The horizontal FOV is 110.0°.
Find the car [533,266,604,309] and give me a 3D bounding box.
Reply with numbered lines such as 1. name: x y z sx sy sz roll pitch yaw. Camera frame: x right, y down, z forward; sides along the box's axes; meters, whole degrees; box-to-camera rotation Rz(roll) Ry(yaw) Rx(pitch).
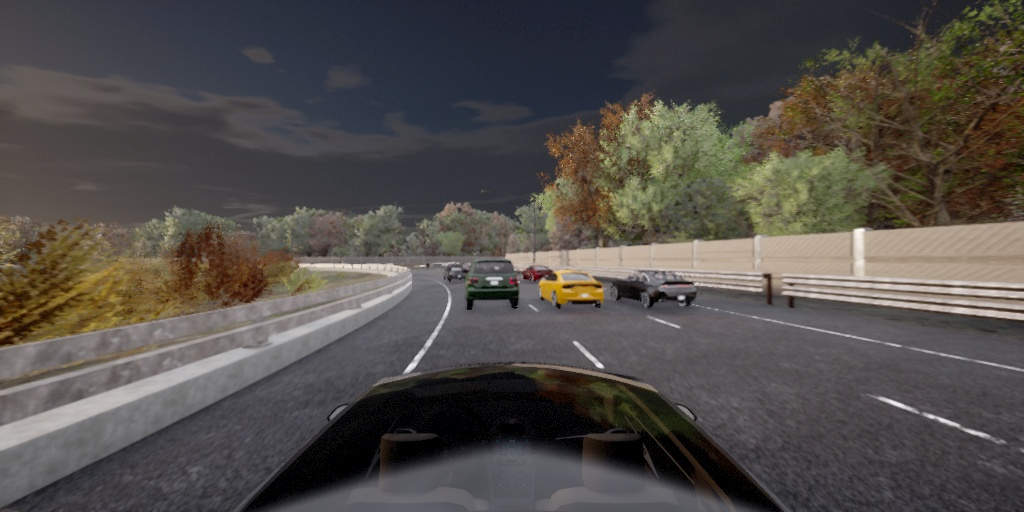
1. car: 2.473 1.391 16.149 1.882 1.535 5.008 0 -1 -7

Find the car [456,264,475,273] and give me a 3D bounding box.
1. car: -7.606 2.039 58.453 1.994 1.385 4.181 0 -1 -23

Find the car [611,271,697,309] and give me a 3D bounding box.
1. car: 6.009 1.384 15.850 2.128 1.511 4.902 0 -1 -8

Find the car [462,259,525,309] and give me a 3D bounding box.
1. car: -1.044 1.153 16.329 2.150 2.045 5.566 0 -1 -8

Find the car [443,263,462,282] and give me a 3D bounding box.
1. car: -5.498 1.704 34.816 1.812 1.442 4.674 0 -1 -18

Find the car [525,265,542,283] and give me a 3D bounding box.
1. car: 2.291 1.600 33.296 1.882 1.535 5.008 0 -1 -16
